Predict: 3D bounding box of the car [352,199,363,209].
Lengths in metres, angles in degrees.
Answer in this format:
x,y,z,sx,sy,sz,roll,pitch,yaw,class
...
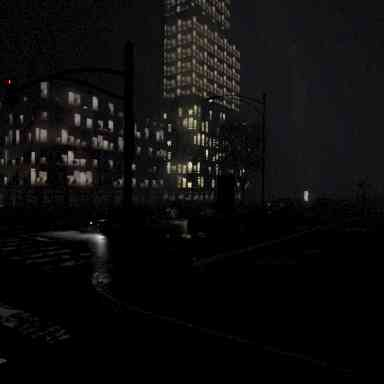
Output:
x,y,z,sx,sy,sz,roll,pitch,yaw,class
25.053,1.773,51.209,1.967,1.590,4.097,1,0,36,car

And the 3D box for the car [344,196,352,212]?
x,y,z,sx,sy,sz,roll,pitch,yaw,class
18.499,1.720,42.250,1.967,1.590,4.097,1,0,36,car

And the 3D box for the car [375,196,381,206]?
x,y,z,sx,sy,sz,roll,pitch,yaw,class
35.048,1.940,64.740,1.752,1.417,4.829,1,0,36,car

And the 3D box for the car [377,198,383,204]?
x,y,z,sx,sy,sz,roll,pitch,yaw,class
44.841,2.047,77.999,2.008,1.369,4.403,1,0,36,car

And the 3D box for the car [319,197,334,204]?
x,y,z,sx,sy,sz,roll,pitch,yaw,class
28.205,1.849,69.581,1.947,1.339,4.313,1,0,36,car

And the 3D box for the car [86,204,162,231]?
x,y,z,sx,sy,sz,roll,pitch,yaw,class
-4.375,1.549,21.112,1.837,1.490,4.892,1,0,36,car

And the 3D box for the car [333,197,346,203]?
x,y,z,sx,sy,sz,roll,pitch,yaw,class
34.701,1.862,78.375,1.752,1.417,4.829,1,0,36,car

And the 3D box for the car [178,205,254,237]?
x,y,z,sx,sy,sz,roll,pitch,yaw,class
1.479,1.696,19.081,2.008,1.369,4.403,1,0,36,car

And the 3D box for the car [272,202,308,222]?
x,y,z,sx,sy,sz,roll,pitch,yaw,class
7.992,1.779,27.899,1.802,1.307,4.206,1,0,36,car

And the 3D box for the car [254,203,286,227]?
x,y,z,sx,sy,sz,roll,pitch,yaw,class
4.737,1.737,23.490,1.947,1.339,4.313,1,0,36,car

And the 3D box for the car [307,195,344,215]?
x,y,z,sx,sy,sz,roll,pitch,yaw,class
15.228,1.569,37.765,2.192,1.841,5.009,1,0,36,car

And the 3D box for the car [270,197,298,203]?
x,y,z,sx,sy,sz,roll,pitch,yaw,class
11.365,1.520,42.356,2.097,1.767,4.553,1,1,37,car

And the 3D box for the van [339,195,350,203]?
x,y,z,sx,sy,sz,roll,pitch,yaw,class
38.102,1.706,82.976,1.690,1.788,3.998,1,0,36,van

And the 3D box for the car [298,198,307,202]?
x,y,z,sx,sy,sz,roll,pitch,yaw,class
18.210,1.726,56.050,1.752,1.417,4.829,1,0,36,car

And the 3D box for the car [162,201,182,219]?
x,y,z,sx,sy,sz,roll,pitch,yaw,class
-1.580,1.481,29.474,1.967,1.590,4.097,1,0,36,car

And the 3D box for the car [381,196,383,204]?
x,y,z,sx,sy,sz,roll,pitch,yaw,class
41.546,1.783,73.533,2.192,1.841,5.009,1,0,36,car

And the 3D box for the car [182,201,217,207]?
x,y,z,sx,sy,sz,roll,pitch,yaw,class
1.638,1.569,29.248,1.882,1.535,5.008,1,0,36,car
